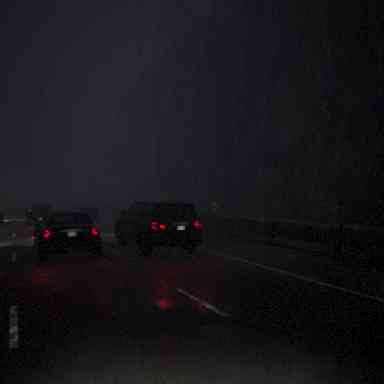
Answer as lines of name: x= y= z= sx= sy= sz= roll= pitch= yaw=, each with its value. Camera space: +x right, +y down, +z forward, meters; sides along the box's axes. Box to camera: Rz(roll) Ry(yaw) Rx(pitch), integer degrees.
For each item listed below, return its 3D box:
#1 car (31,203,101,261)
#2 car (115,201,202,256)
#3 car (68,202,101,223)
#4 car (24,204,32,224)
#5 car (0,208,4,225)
car: x=-5.107 y=1.488 z=13.342 sx=2.097 sy=1.767 sz=4.553 roll=0 pitch=-1 yaw=-28
car: x=-1.631 y=1.377 z=14.236 sx=2.150 sy=2.045 sz=5.566 roll=0 pitch=0 yaw=-28
car: x=-9.450 y=1.680 z=28.935 sx=1.882 sy=1.535 sz=5.008 roll=0 pitch=0 yaw=-28
car: x=-12.187 y=1.689 z=26.616 sx=1.837 sy=1.490 sz=4.892 roll=0 pitch=0 yaw=-27
car: x=-15.232 y=1.726 z=24.891 sx=1.994 sy=1.385 sz=4.181 roll=0 pitch=0 yaw=-28
